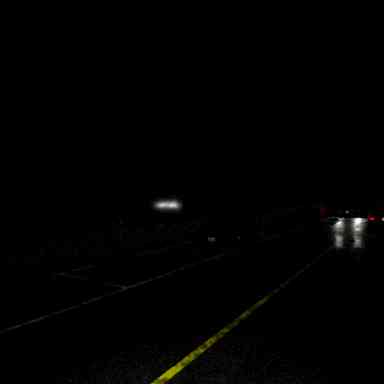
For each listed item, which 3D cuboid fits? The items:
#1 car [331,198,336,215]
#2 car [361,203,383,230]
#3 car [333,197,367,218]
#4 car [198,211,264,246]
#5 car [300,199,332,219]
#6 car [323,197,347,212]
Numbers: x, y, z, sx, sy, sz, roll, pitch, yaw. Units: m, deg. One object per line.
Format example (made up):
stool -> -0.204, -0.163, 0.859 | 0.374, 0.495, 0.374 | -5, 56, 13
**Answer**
car -> 13.781, 1.563, 34.112 | 1.947, 1.339, 4.313 | 0, 0, 32
car -> 11.908, 1.546, 20.366 | 2.033, 1.411, 5.357 | 0, 0, 32
car -> 14.623, 1.502, 30.612 | 1.837, 1.490, 4.892 | 0, 0, 33
car -> 1.965, 1.564, 15.436 | 1.947, 1.339, 4.313 | 0, 0, 32
car -> 10.827, 1.579, 29.443 | 1.802, 1.307, 4.206 | 0, 0, 32
car -> 16.735, 1.436, 38.781 | 1.967, 1.590, 4.097 | 0, 0, 32
